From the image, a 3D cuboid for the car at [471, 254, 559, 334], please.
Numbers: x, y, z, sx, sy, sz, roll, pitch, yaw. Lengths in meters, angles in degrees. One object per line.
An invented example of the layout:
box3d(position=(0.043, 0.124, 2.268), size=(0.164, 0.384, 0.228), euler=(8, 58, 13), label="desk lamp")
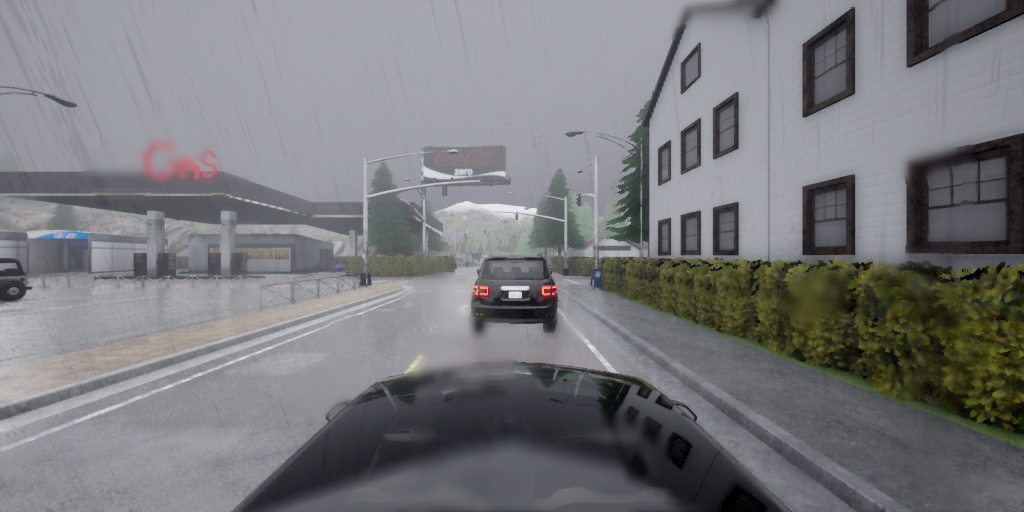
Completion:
box3d(position=(0.084, 0.971, 10.789), size=(2.150, 2.045, 5.566), euler=(0, 0, 0), label="car")
